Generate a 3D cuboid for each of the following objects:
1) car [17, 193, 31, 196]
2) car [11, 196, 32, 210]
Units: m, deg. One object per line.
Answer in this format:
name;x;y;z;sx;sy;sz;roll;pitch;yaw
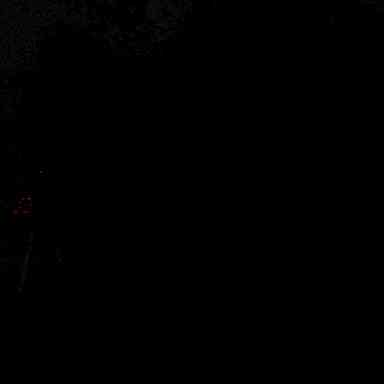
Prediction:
car;-25.544;1.187;50.566;2.150;2.045;5.566;1;-1;-25
car;-21.156;1.520;41.214;1.895;1.301;4.718;1;-1;-25
